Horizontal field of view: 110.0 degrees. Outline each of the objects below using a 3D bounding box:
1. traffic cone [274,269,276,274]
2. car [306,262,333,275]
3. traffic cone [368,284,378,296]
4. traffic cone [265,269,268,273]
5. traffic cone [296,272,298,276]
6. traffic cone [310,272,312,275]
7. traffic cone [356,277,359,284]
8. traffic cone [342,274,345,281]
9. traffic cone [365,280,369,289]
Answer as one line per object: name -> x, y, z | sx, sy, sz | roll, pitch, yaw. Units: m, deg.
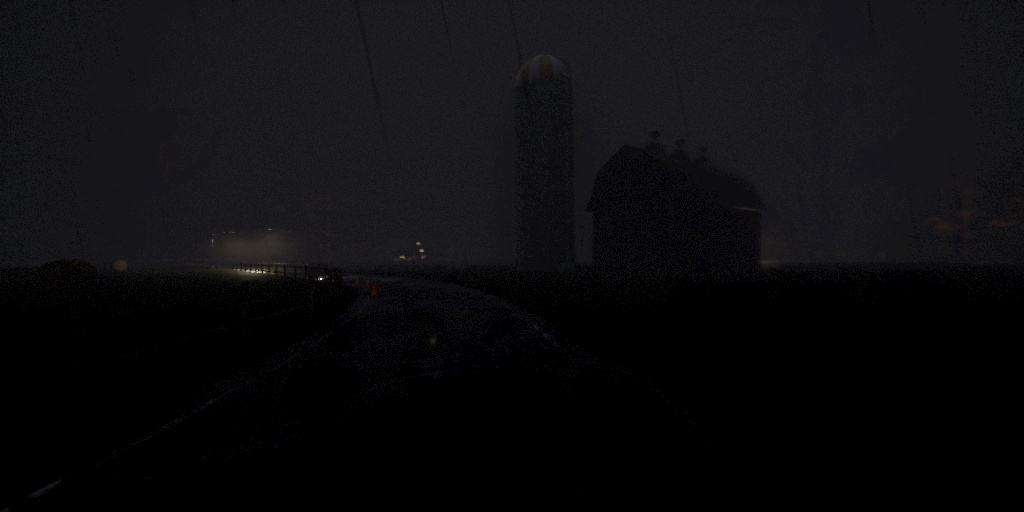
traffic cone -> -32.344, 2.100, 49.003 | 0.340, 0.580, 0.340 | 0, 0, 44
car -> -23.101, 1.518, 42.845 | 4.902, 1.511, 2.128 | -1, 1, 44
traffic cone -> -7.453, 1.822, 19.386 | 0.340, 0.580, 0.340 | 0, 0, -23
traffic cone -> -35.920, 2.133, 52.498 | 0.340, 0.580, 0.340 | 0, 0, 44
traffic cone -> -25.192, 2.033, 42.013 | 0.340, 0.580, 0.340 | 0, 0, 44
traffic cone -> -21.616, 1.996, 38.518 | 0.340, 0.580, 0.340 | 0, 0, 44
traffic cone -> -11.967, 1.881, 27.737 | 0.340, 0.580, 0.340 | 0, 0, -34
traffic cone -> -14.824, 1.917, 31.532 | 0.340, 0.580, 0.340 | 0, 0, -40
traffic cone -> -9.501, 1.849, 23.674 | 0.340, 0.580, 0.340 | 0, 0, -28
